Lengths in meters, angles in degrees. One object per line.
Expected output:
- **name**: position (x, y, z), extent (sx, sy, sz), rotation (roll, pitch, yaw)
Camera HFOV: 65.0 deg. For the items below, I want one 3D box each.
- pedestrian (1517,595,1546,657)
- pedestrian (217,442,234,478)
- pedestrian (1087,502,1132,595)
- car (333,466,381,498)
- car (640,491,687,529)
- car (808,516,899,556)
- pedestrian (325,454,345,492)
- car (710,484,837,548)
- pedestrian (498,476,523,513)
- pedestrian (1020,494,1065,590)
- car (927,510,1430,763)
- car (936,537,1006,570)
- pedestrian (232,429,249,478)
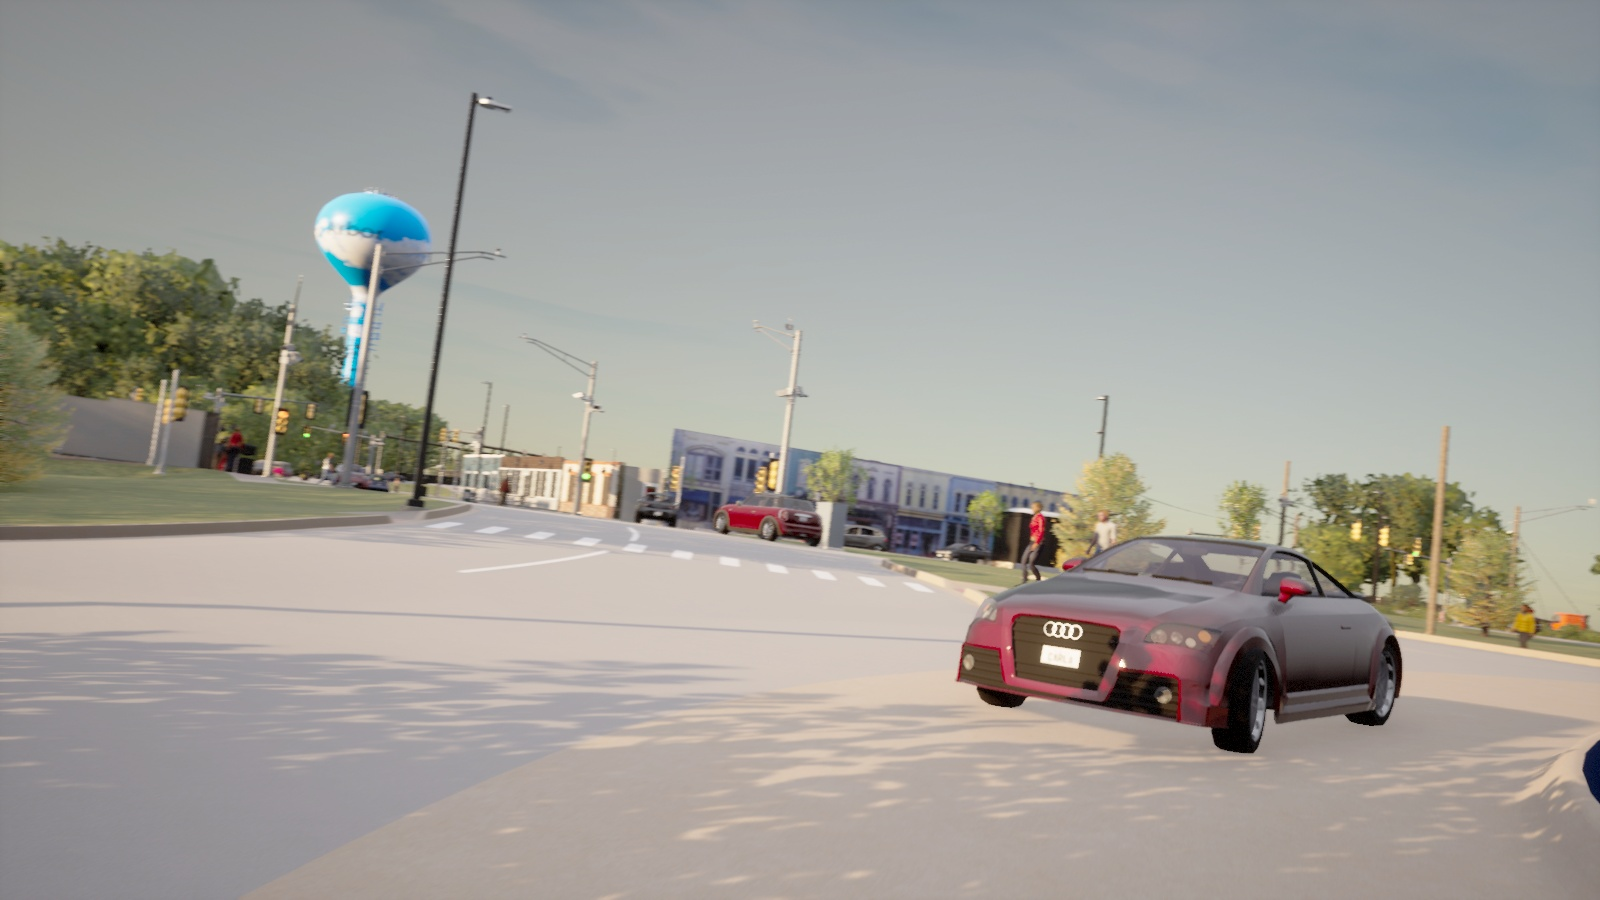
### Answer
- **pedestrian**: position (22.759, 5.470, 39.044), extent (0.709, 1.840, 0.431), rotation (10, -6, -35)
- **pedestrian**: position (-30.560, 0.558, 66.750), extent (0.540, 1.848, 0.694), rotation (8, -5, -21)
- **pedestrian**: position (6.375, 2.022, 25.850), extent (0.706, 1.836, 0.354), rotation (9, -6, -33)
- **car**: position (-24.190, 1.731, 68.457), extent (1.845, 1.501, 3.633), rotation (9, -5, -26)
- **car**: position (-6.098, 2.706, 55.916), extent (1.816, 1.474, 4.193), rotation (6, -5, -7)
- **car**: position (3.072, 4.940, 71.961), extent (4.611, 1.667, 2.242), rotation (9, -6, -28)
- **pedestrian**: position (-23.320, 1.175, 63.039), extent (0.706, 1.836, 0.354), rotation (8, -5, -19)
- **car**: position (-1.001, 2.320, 44.575), extent (2.097, 1.767, 4.553), rotation (10, -4, -35)
- **pedestrian**: position (-15.496, 2.389, 67.289), extent (0.899, 1.844, 0.634), rotation (10, -6, -39)
- **pedestrian**: position (4.859, 1.838, 25.177), extent (0.636, 1.846, 0.331), rotation (7, -5, -10)
- **car**: position (3.079, 1.323, 9.616), extent (1.994, 1.385, 4.181), rotation (2, -4, 43)
- **car**: position (10.313, 6.263, 75.846), extent (3.705, 1.549, 1.789), rotation (9, -6, -28)
- **pedestrian**: position (-21.870, 0.147, 49.102), extent (0.331, 1.846, 0.636), rotation (9, -5, -26)
